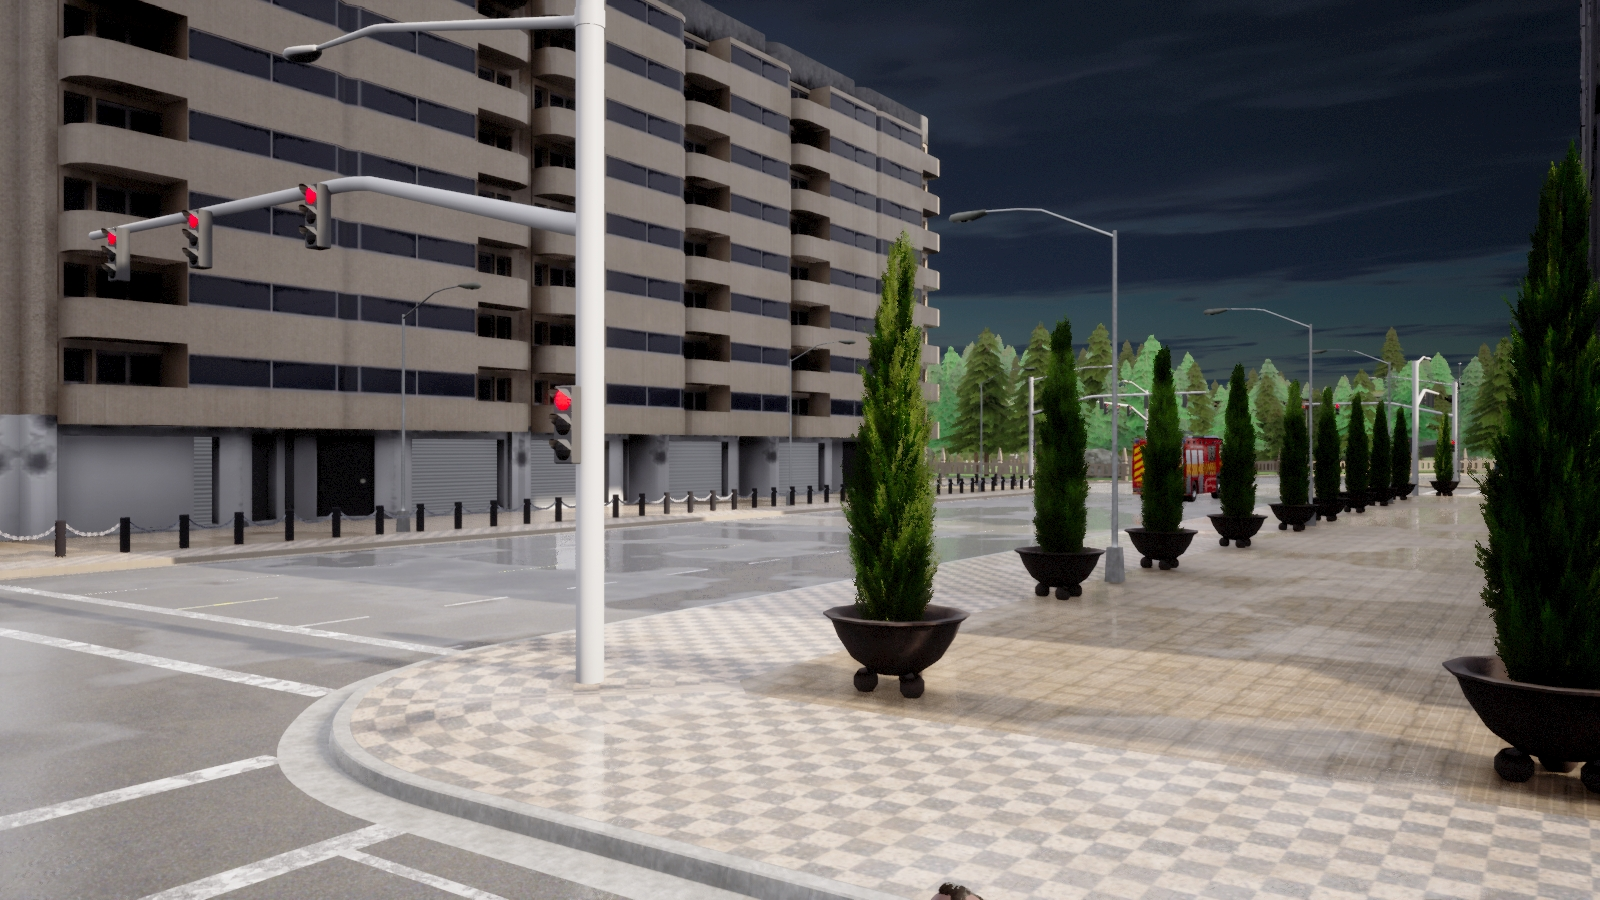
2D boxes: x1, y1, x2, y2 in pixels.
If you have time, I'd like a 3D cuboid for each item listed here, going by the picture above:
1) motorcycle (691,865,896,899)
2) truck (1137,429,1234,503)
[{"bbox_3d":[0.516,2.205,3.364,2.209,1.251,0.867,0,0,34],"label":"motorcycle"},{"bbox_3d":[21.438,0.835,63.219,2.891,3.827,8.468,0,0,34],"label":"truck"}]
